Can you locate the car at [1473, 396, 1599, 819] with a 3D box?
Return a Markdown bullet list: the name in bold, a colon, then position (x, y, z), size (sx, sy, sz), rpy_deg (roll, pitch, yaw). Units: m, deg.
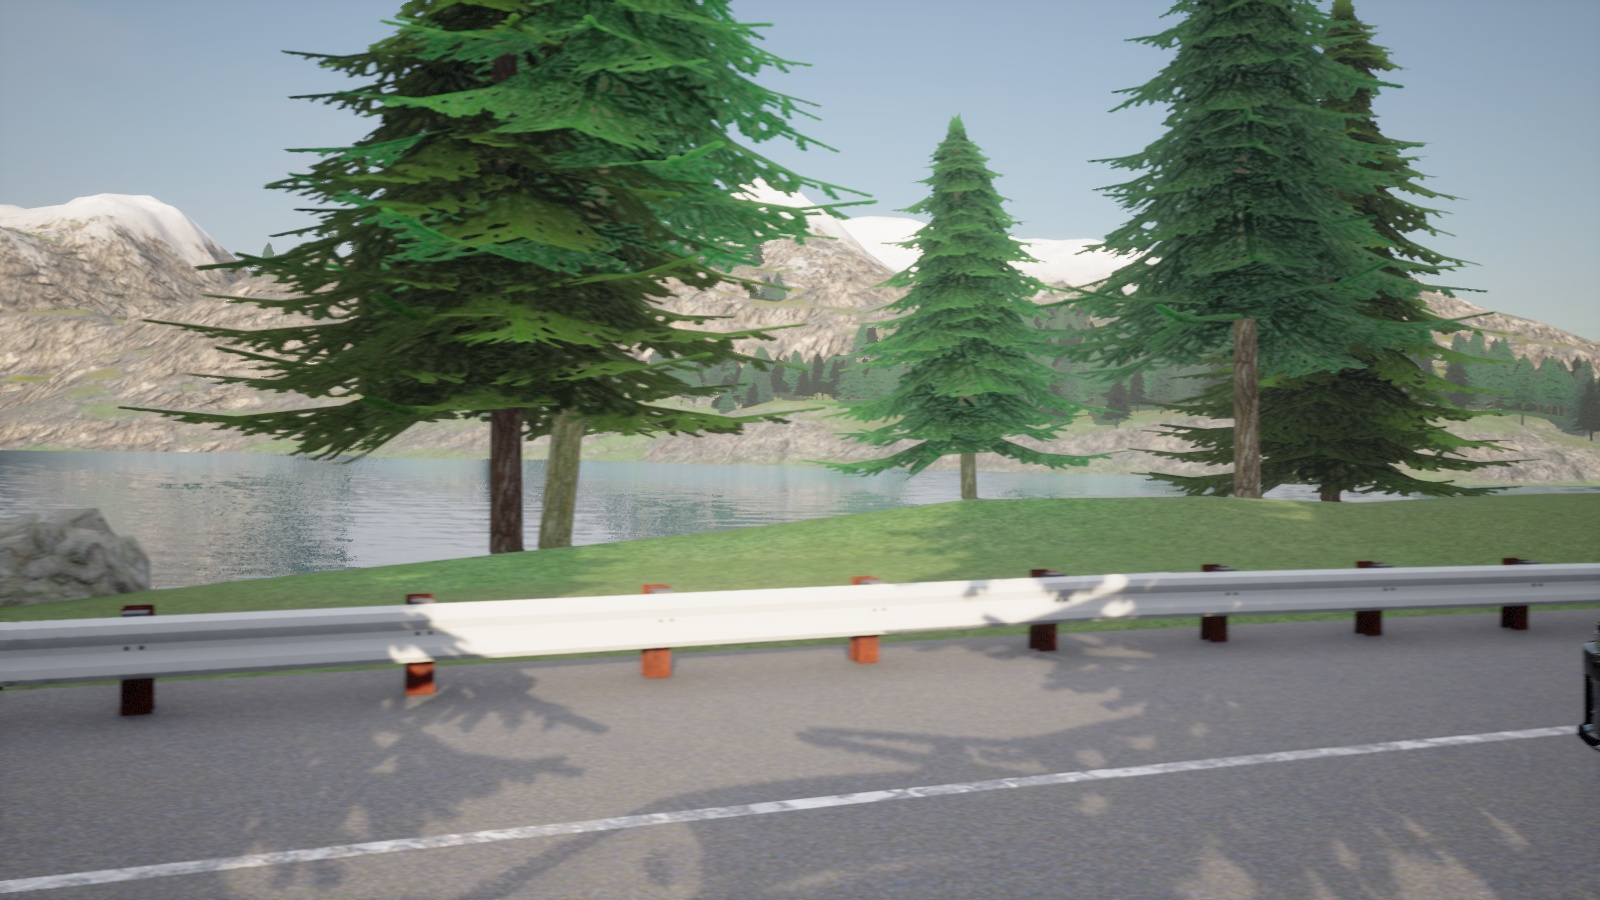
- **car**: position (5.547, 0.581, 5.251), size (4.856, 1.649, 2.033), rpy_deg (-1, 1, -19)
